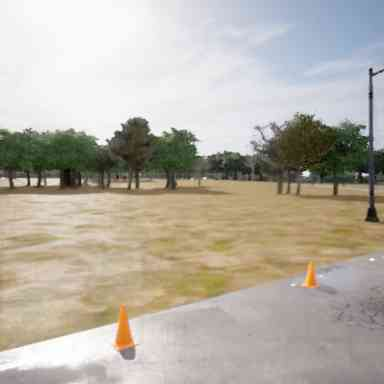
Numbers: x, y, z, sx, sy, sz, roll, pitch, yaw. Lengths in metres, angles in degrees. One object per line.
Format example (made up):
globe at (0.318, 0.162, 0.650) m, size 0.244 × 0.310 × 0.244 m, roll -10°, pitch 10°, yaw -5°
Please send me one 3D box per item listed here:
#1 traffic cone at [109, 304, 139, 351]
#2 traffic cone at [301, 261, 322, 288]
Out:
traffic cone at (-1.009, 1.958, 4.936) m, size 0.340 × 0.580 × 0.340 m, roll 0°, pitch 0°, yaw -37°
traffic cone at (2.855, 1.938, 7.946) m, size 0.340 × 0.580 × 0.340 m, roll 0°, pitch 0°, yaw -39°
